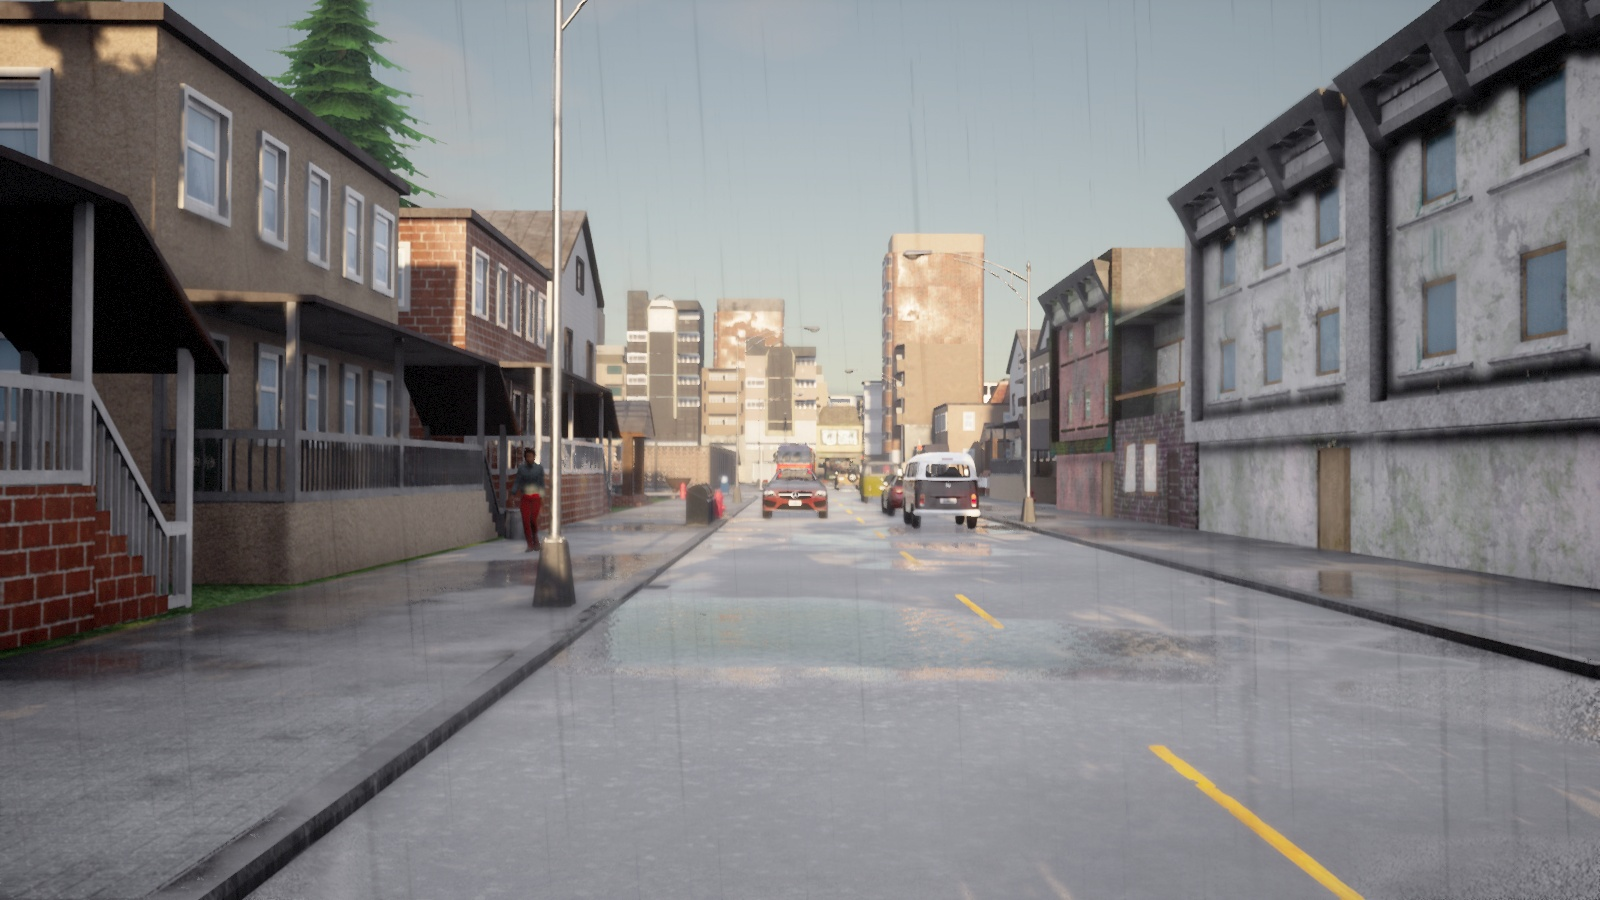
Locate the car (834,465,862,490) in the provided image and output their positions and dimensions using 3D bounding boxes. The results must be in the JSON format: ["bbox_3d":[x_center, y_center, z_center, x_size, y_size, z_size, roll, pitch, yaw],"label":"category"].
[{"bbox_3d":[3.667,2.099,96.139,1.932,1.855,4.605,0,-1,0],"label":"car"}]

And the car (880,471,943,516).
[{"bbox_3d":[3.846,1.490,43.983,1.816,1.474,4.193,0,-1,0],"label":"car"}]

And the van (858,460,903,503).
[{"bbox_3d":[3.799,1.474,59.804,1.775,1.987,4.442,0,-1,-1],"label":"van"}]

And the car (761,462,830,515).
[{"bbox_3d":[-0.146,1.235,41.651,2.152,1.651,5.027,0,-1,0],"label":"car"}]

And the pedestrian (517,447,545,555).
[{"bbox_3d":[-4.668,0.878,21.800,0.353,1.847,0.614,0,-1,-1],"label":"pedestrian"}]

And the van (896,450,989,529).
[{"bbox_3d":[3.876,1.060,34.954,2.069,2.038,4.480,0,-1,0],"label":"van"}]
